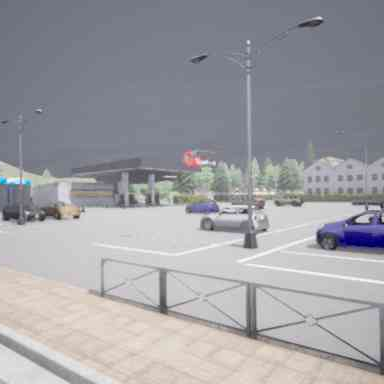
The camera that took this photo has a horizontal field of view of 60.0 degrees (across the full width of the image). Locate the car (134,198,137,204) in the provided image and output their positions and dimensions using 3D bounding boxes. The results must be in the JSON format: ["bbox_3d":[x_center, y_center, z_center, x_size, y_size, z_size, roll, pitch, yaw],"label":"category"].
[{"bbox_3d":[-15.566,2.321,81.166,2.242,1.667,4.611,-1,-1,37],"label":"car"}]

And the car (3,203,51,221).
[{"bbox_3d":[-14.219,1.711,28.039,4.514,1.523,2.007,-1,-1,37],"label":"car"}]

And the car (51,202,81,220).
[{"bbox_3d":[-12.346,1.706,30.556,5.027,1.636,2.152,-1,-1,37],"label":"car"}]

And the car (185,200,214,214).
[{"bbox_3d":[0.962,1.613,35.258,3.633,1.501,1.845,-1,-1,37],"label":"car"}]

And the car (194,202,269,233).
[{"bbox_3d":[2.351,1.526,19.049,3.806,1.475,1.970,-1,-1,37],"label":"car"}]

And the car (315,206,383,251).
[{"bbox_3d":[6.410,1.419,12.160,3.633,1.501,1.845,-1,-1,37],"label":"car"}]

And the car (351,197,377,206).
[{"bbox_3d":[27.425,1.492,51.972,4.514,1.523,2.007,-1,-1,37],"label":"car"}]

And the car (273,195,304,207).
[{"bbox_3d":[15.257,1.409,52.584,4.605,1.855,1.932,-1,-1,37],"label":"car"}]

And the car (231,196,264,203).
[{"bbox_3d":[7.094,1.603,43.148,4.514,1.523,2.007,-1,-1,37],"label":"car"}]

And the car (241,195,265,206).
[{"bbox_3d":[11.030,1.491,59.989,3.866,1.878,1.905,-1,-1,37],"label":"car"}]

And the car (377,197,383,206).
[{"bbox_3d":[17.858,1.163,26.801,4.605,1.855,1.932,-1,-1,37],"label":"car"}]
